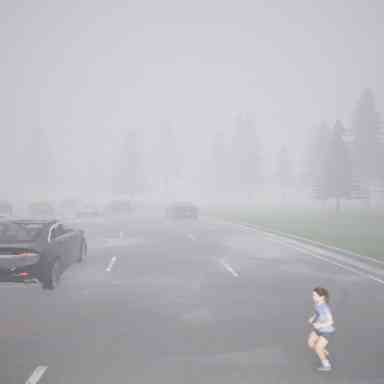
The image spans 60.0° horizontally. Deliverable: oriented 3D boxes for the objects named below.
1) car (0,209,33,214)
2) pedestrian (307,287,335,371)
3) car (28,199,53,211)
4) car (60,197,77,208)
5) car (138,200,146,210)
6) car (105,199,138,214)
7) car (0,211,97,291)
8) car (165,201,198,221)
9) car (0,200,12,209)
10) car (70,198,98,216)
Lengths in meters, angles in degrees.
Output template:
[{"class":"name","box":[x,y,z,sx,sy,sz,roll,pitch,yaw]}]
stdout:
[{"class":"car","box":[-8.286,1.601,13.436,1.895,1.301,4.718,0,0,-10]},{"class":"pedestrian","box":[1.690,1.674,4.233,0.500,1.100,0.500,0,0,-4]},{"class":"car","box":[-15.316,1.477,33.496,1.882,1.535,5.008,0,-1,-32]},{"class":"car","box":[-16.397,1.477,45.783,5.008,1.535,1.882,0,0,43]},{"class":"car","box":[-7.599,1.601,41.198,1.895,1.301,4.718,0,0,-36]},{"class":"car","box":[-7.724,1.492,34.709,2.128,1.511,4.902,0,0,-27]},{"class":"car","box":[-4.167,1.492,8.934,2.128,1.511,4.902,0,0,-6]},{"class":"car","box":[-0.943,1.478,27.552,1.882,1.535,5.008,0,0,-16]},{"class":"car","box":[-19.012,1.477,32.797,1.882,1.535,5.008,0,-1,-34]},{"class":"car","box":[-10.009,1.525,31.239,1.812,1.442,4.674,0,0,-26]}]
